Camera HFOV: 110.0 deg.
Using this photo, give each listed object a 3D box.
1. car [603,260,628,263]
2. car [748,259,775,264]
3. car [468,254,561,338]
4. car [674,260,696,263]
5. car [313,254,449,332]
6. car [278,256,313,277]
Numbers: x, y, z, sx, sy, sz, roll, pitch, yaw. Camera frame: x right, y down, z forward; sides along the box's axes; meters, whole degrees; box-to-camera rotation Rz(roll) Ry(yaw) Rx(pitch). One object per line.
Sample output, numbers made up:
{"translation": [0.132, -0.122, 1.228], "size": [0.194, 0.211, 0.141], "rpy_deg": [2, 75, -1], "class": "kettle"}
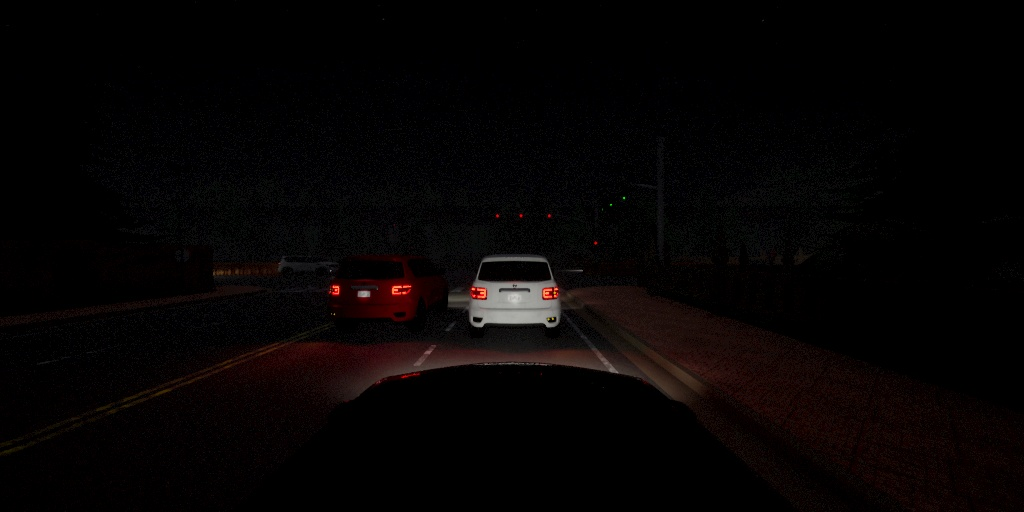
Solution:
{"translation": [13.593, 1.255, 49.039], "size": [4.892, 1.490, 1.837], "rpy_deg": [0, 0, 0], "class": "car"}
{"translation": [33.207, 1.221, 48.938], "size": [4.892, 1.490, 1.837], "rpy_deg": [-1, 0, 0], "class": "car"}
{"translation": [0.081, 0.971, 10.303], "size": [2.150, 2.045, 5.566], "rpy_deg": [0, 0, 1], "class": "car"}
{"translation": [23.361, 1.297, 48.978], "size": [5.357, 1.411, 2.033], "rpy_deg": [0, 0, 0], "class": "car"}
{"translation": [-3.419, 0.971, 10.985], "size": [2.150, 2.045, 5.566], "rpy_deg": [0, 0, 0], "class": "car"}
{"translation": [-19.762, 0.972, 35.069], "size": [5.566, 2.045, 2.150], "rpy_deg": [0, 0, 0], "class": "car"}
